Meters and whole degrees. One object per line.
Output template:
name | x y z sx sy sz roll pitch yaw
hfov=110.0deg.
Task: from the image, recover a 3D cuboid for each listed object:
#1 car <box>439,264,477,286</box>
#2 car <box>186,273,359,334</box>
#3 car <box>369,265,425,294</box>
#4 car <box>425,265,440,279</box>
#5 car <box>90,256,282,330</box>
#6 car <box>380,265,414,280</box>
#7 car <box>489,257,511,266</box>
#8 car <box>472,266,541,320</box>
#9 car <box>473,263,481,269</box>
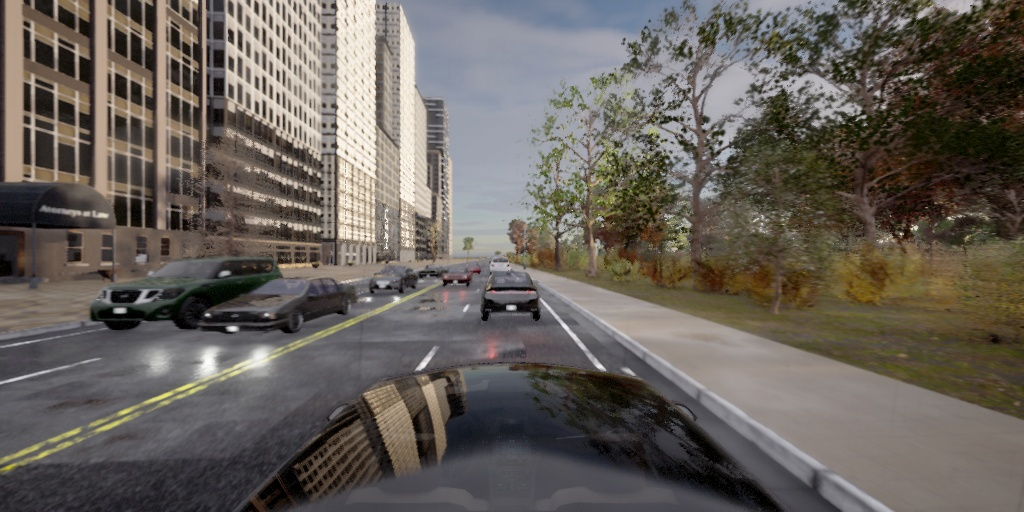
car | -3.878 1.468 26.267 1.895 1.301 4.718 0 0 -2
car | -6.608 1.348 11.113 2.033 1.411 5.357 0 0 -1
car | -6.929 1.339 21.431 2.128 1.511 4.902 0 0 -2
car | -7.653 1.509 34.499 1.895 1.301 4.718 0 0 -3
car | -9.869 1.029 11.733 2.150 2.045 5.566 0 0 -1
car | -10.898 1.512 34.313 1.895 1.301 4.718 0 0 -3
car | -1.325 1.149 39.898 2.150 2.045 5.566 0 0 -3
car | -0.072 1.293 12.828 2.128 1.511 4.902 0 0 -1
car | -4.942 1.521 45.933 1.994 1.385 4.181 0 0 -3
